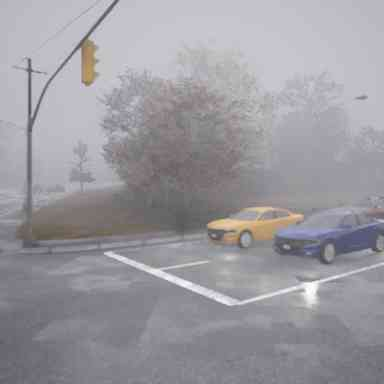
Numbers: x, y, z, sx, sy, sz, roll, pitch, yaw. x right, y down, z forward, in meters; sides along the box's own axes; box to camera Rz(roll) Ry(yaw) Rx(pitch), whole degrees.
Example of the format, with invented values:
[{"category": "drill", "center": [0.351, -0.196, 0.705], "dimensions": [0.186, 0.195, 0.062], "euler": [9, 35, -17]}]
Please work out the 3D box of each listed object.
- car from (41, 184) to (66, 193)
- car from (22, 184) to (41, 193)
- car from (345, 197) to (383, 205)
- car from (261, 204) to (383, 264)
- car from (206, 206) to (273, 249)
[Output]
[{"category": "car", "center": [-23.702, -0.633, 57.980], "dimensions": [2.033, 1.411, 5.357], "euler": [0, 4, -1]}, {"category": "car", "center": [-27.147, -0.623, 56.755], "dimensions": [2.128, 1.511, 4.902], "euler": [0, 4, -1]}, {"category": "car", "center": [10.112, 1.118, 19.779], "dimensions": [4.553, 1.767, 2.097], "euler": [-2, 1, -35]}, {"category": "car", "center": [5.038, 1.423, 11.866], "dimensions": [5.008, 1.535, 1.882], "euler": [-1, 1, -34]}, {"category": "car", "center": [2.895, 1.425, 14.649], "dimensions": [5.008, 1.535, 1.882], "euler": [-1, 1, -35]}]
